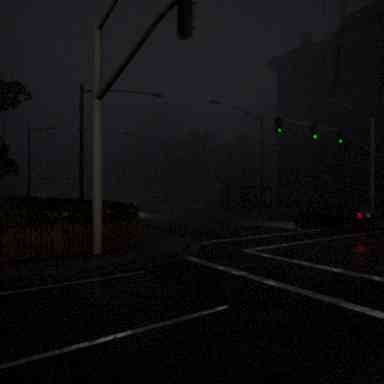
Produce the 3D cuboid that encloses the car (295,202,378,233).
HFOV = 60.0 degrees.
[{"bbox_3d":[8.454,1.348,19.966,2.097,1.767,4.553,0,0,-35],"label":"car"}]

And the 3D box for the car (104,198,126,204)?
[{"bbox_3d":[-9.289,1.490,39.353,2.128,1.511,4.902,0,0,-34],"label":"car"}]
